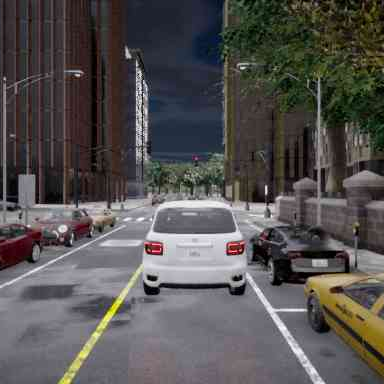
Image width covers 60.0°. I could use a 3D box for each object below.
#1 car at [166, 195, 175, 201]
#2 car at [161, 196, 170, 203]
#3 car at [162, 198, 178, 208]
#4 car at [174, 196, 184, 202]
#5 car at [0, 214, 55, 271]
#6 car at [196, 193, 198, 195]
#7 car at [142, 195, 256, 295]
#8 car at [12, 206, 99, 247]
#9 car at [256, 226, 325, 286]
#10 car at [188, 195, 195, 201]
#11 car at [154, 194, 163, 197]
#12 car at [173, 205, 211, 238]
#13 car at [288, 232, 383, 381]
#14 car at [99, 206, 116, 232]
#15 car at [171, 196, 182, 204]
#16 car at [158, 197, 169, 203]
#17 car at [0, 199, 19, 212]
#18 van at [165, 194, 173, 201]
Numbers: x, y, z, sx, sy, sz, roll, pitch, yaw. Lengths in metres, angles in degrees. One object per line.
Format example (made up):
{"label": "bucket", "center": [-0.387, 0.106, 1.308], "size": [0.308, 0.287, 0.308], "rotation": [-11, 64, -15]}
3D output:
{"label": "car", "center": [-5.809, 1.601, 90.182], "size": [2.008, 1.369, 4.403], "rotation": [0, 0, 0]}
{"label": "car", "center": [-5.801, 1.561, 73.699], "size": [1.752, 1.417, 4.829], "rotation": [0, 0, 0]}
{"label": "car", "center": [-3.120, 1.582, 48.119], "size": [1.994, 1.385, 4.181], "rotation": [0, 0, 0]}
{"label": "car", "center": [-3.040, 1.572, 77.328], "size": [2.033, 1.411, 5.357], "rotation": [0, 0, 0]}
{"label": "car", "center": [-5.769, 1.546, 9.235], "size": [1.887, 1.381, 4.507], "rotation": [0, 0, 0]}
{"label": "car", "center": [-0.040, 1.564, 78.688], "size": [1.812, 1.442, 4.674], "rotation": [0, 0, 0]}
{"label": "car", "center": [0.061, 1.223, 8.832], "size": [2.150, 2.045, 5.566], "rotation": [0, 0, 0]}
{"label": "car", "center": [-5.772, 1.443, 14.692], "size": [1.967, 1.590, 4.097], "rotation": [0, 0, 0]}
{"label": "car", "center": [2.756, 1.568, 9.241], "size": [1.947, 1.339, 4.313], "rotation": [0, 0, 0]}
{"label": "car", "center": [-0.045, 1.549, 88.594], "size": [1.837, 1.490, 4.892], "rotation": [0, 0, 0]}
{"label": "car", "center": [-5.793, 1.339, 57.556], "size": [2.192, 1.841, 5.009], "rotation": [0, 0, 0]}
{"label": "car", "center": [0.014, 1.530, 18.477], "size": [1.812, 1.442, 4.674], "rotation": [0, 0, 1]}
{"label": "car", "center": [2.759, 1.526, 3.954], "size": [1.752, 1.417, 4.829], "rotation": [0, 0, 0]}
{"label": "car", "center": [-5.774, 1.530, 19.978], "size": [1.752, 1.417, 4.829], "rotation": [0, 0, 0]}
{"label": "car", "center": [-3.056, 1.594, 66.989], "size": [1.994, 1.385, 4.181], "rotation": [0, 0, 1]}
{"label": "car", "center": [-5.798, 1.614, 68.431], "size": [1.802, 1.307, 4.206], "rotation": [0, 0, 0]}
{"label": "car", "center": [-19.187, 1.208, 31.544], "size": [5.357, 1.411, 2.033], "rotation": [1, 0, -5]}
{"label": "van", "center": [-5.807, 1.386, 84.744], "size": [1.690, 1.788, 3.998], "rotation": [0, 0, 0]}
